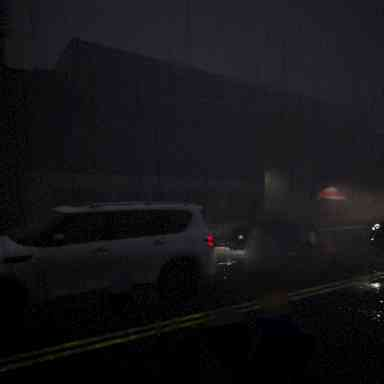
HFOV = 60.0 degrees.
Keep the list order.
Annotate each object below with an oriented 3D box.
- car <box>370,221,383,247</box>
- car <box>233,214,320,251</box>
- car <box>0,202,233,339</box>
[{"bbox_3d":[9.764,1.511,14.388,4.553,1.767,2.097,1,0,-33],"label":"car"},{"bbox_3d":[3.669,1.669,14.642,4.181,1.385,1.994,0,0,-33],"label":"car"},{"bbox_3d":[-2.082,1.235,6.764,5.566,2.045,2.150,1,0,-33],"label":"car"}]
